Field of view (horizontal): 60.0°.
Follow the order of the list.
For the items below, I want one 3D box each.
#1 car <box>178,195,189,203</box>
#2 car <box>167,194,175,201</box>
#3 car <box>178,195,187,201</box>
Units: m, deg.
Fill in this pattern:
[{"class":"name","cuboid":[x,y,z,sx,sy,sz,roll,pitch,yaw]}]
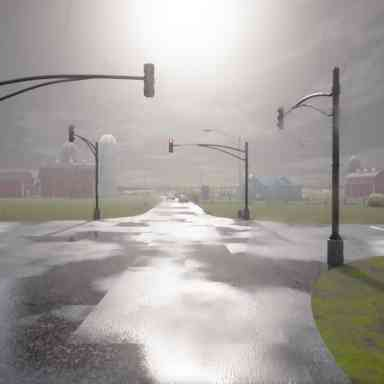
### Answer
[{"class":"car","cuboid":[-1.722,1.623,69.841,1.895,1.301,4.718,0,0,-3]},{"class":"car","cuboid":[-4.709,1.182,73.840,1.812,1.442,4.674,0,0,-3]},{"class":"car","cuboid":[-2.333,1.463,79.825,1.837,1.490,4.892,0,0,-4]}]
